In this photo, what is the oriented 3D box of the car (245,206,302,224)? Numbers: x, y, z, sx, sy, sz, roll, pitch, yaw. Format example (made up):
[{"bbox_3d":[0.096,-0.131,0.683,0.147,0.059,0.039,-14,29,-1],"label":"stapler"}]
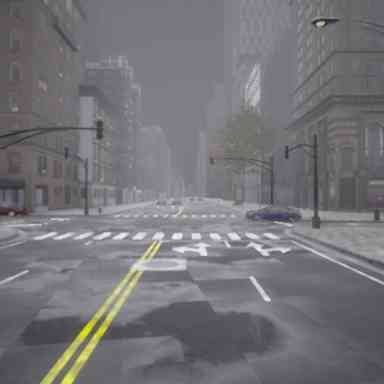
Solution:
[{"bbox_3d":[6.928,1.884,28.396,4.674,1.442,1.812,2,-1,0],"label":"car"}]

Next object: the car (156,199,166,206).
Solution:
[{"bbox_3d":[-6.516,2.234,70.816,1.994,1.385,4.181,0,-1,0],"label":"car"}]

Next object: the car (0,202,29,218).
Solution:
[{"bbox_3d":[-17.720,1.645,31.142,4.507,1.381,1.887,1,-2,0],"label":"car"}]

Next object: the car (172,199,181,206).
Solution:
[{"bbox_3d":[-3.265,2.182,70.817,1.837,1.490,4.892,0,-1,0],"label":"car"}]
